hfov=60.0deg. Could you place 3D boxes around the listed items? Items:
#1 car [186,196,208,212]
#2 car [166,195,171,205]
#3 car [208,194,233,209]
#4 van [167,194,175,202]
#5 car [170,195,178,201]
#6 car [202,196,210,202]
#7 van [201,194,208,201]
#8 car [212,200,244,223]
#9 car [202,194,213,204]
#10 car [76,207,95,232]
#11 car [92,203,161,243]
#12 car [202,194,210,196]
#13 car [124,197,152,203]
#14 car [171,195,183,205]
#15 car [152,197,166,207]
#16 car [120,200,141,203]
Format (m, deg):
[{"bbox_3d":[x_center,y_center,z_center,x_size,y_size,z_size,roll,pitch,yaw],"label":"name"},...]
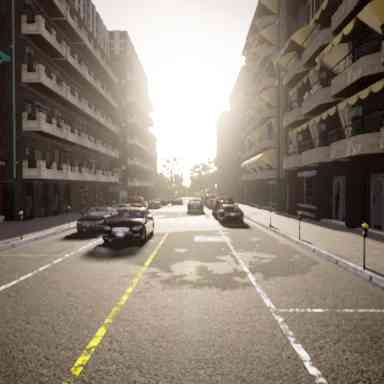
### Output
[{"bbox_3d":[0.405,1.543,38.700,2.128,1.511,4.902,0,0,0],"label":"car"},{"bbox_3d":[-5.232,1.622,58.673,1.887,1.381,4.507,-1,0,0],"label":"car"},{"bbox_3d":[2.921,1.357,31.034,2.192,1.841,5.009,-1,0,0],"label":"car"},{"bbox_3d":[-5.058,1.445,80.770,1.690,1.788,3.998,-1,0,0],"label":"van"},{"bbox_3d":[-4.967,1.640,91.647,1.752,1.417,4.829,-1,0,0],"label":"car"},{"bbox_3d":[3.325,1.649,80.750,1.887,1.381,4.507,-1,0,0],"label":"car"},{"bbox_3d":[3.411,1.457,91.799,1.690,1.788,3.998,-1,0,0],"label":"van"},{"bbox_3d":[2.881,1.600,25.510,1.947,1.339,4.313,-1,0,0],"label":"car"},{"bbox_3d":[3.232,1.406,69.703,2.192,1.841,5.009,-1,0,0],"label":"car"},{"bbox_3d":[-5.543,1.577,20.006,2.008,1.369,4.403,-1,0,0],"label":"car"},{"bbox_3d":[-2.969,1.513,16.308,2.128,1.511,4.902,0,0,0],"label":"car"},{"bbox_3d":[3.143,1.393,58.654,2.192,1.841,5.009,-1,0,0],"label":"car"},{"bbox_3d":[-5.459,1.356,31.053,2.192,1.841,5.009,-1,0,0],"label":"car"},{"bbox_3d":[-2.600,1.679,59.083,1.895,1.301,4.718,0,0,1],"label":"car"},{"bbox_3d":[-5.321,1.614,47.624,2.008,1.369,4.403,-1,0,0],"label":"car"},{"bbox_3d":[-5.499,1.585,25.529,2.008,1.369,4.403,-1,0,0],"label":"car"}]
